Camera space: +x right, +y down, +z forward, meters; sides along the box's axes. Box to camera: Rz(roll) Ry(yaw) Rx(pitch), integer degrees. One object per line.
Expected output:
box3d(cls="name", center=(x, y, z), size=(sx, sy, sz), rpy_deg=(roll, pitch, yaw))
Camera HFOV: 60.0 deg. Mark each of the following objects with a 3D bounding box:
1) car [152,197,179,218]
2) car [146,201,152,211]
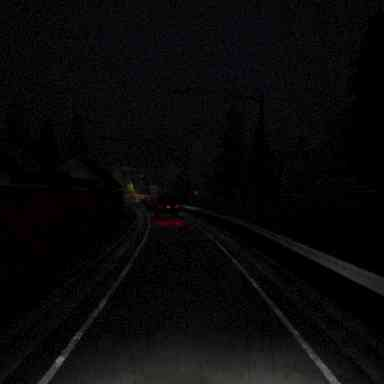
box3d(cls="car", center=(-2.661, 1.562, 34.202), size=(2.150, 2.045, 5.566), rpy_deg=(0, -1, -9))
box3d(cls="car", center=(-5.805, 2.062, 50.034), size=(1.994, 1.385, 4.181), rpy_deg=(0, -1, -13))
